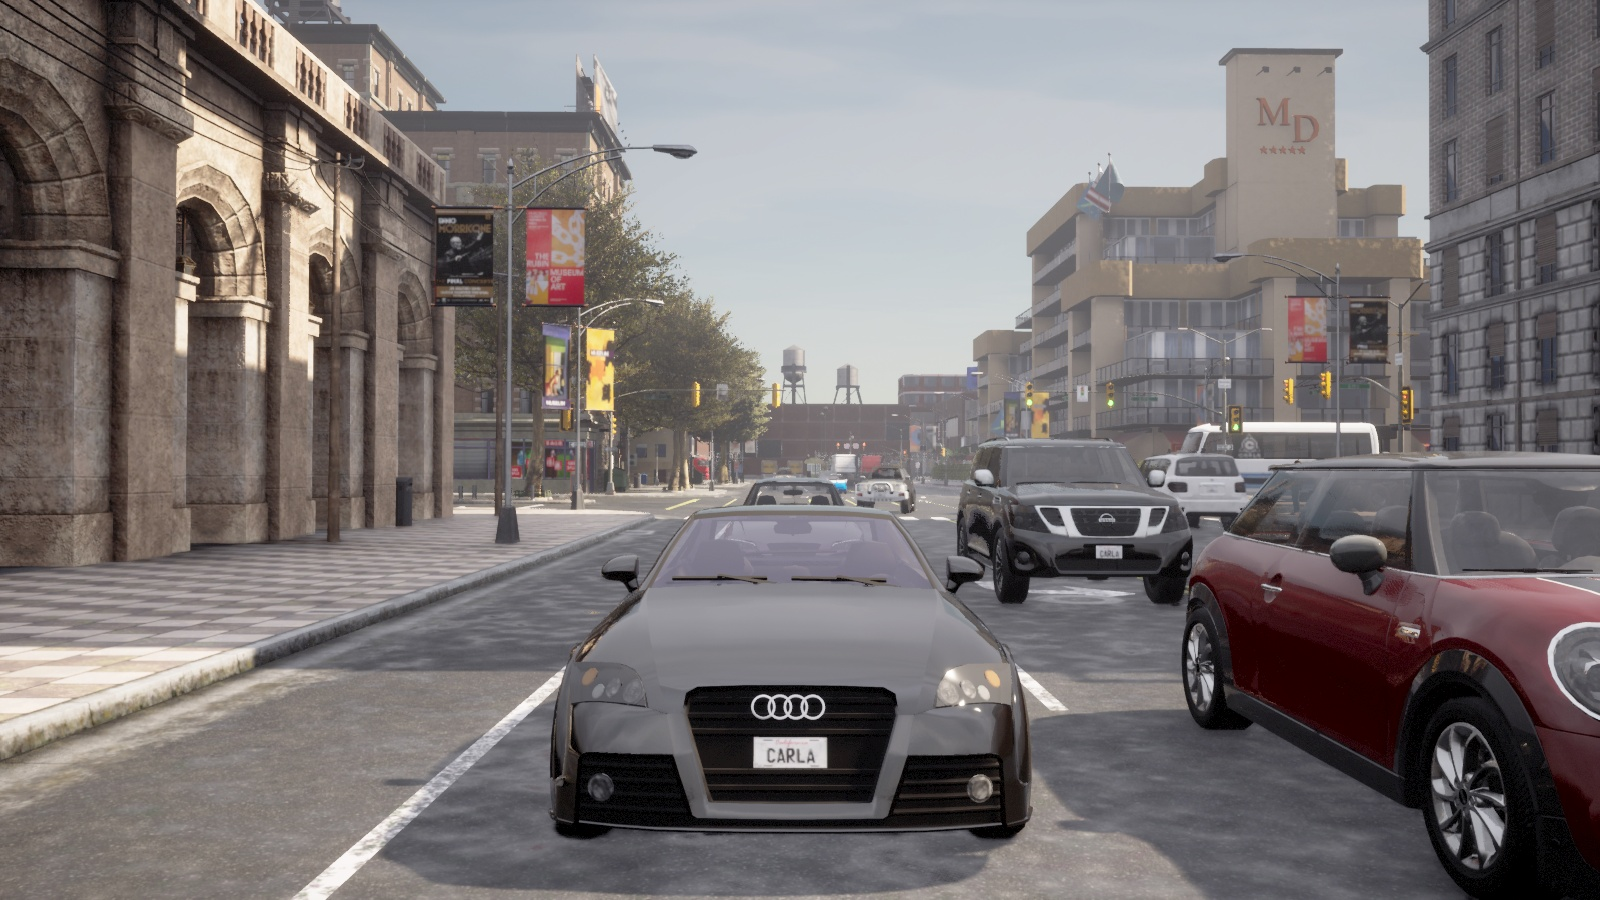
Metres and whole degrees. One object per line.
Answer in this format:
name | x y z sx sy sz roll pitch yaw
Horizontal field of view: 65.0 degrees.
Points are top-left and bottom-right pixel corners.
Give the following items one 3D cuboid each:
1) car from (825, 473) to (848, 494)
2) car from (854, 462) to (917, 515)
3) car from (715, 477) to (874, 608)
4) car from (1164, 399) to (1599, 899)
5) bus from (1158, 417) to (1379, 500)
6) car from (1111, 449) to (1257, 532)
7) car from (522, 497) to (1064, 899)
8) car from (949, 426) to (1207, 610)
car | 2.497 2.302 86.116 1.481 1.376 2.207 0 -1 -1
car | 3.249 1.404 46.935 1.932 1.855 4.605 -1 -1 9
car | -0.072 1.105 16.502 1.816 1.474 4.193 0 -1 0
car | 3.469 0.760 5.993 2.097 1.767 4.553 0 -1 0
bus | 24.795 0.460 66.964 10.273 4.253 3.944 0 -1 -1
car | 10.246 1.060 34.006 2.150 2.045 5.566 0 -1 -1
car | -0.032 0.991 6.719 1.994 1.385 4.181 0 -1 0
car | 3.426 0.801 16.761 2.150 2.045 5.566 0 -1 0
